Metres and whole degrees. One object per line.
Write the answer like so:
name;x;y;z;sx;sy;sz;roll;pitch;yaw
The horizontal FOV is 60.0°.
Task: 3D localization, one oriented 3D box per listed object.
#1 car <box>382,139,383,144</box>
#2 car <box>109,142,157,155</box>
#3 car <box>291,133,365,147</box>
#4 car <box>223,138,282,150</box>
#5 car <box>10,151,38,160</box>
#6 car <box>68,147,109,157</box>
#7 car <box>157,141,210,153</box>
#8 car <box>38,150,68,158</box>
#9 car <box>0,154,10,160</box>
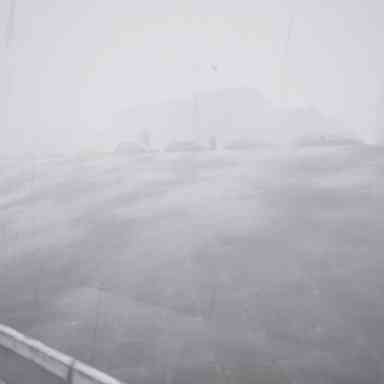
car;14.603;-3.359;21.094;4.553;1.767;2.185;2;1;26
car;-5.164;-3.887;31.402;4.553;1.767;2.185;2;1;31
car;9.523;-3.381;23.537;4.892;1.521;2.231;1;1;27
car;4.691;-3.466;25.995;4.674;1.452;2.002;1;1;28
car;-19.276;-4.136;40.175;4.892;1.521;2.231;1;1;34
car;-9.918;-3.888;34.218;5.008;1.535;2.097;2;1;32
car;-0.172;-3.602;28.602;4.792;1.488;2.163;1;1;29
car;-14.630;-3.975;37.147;4.674;1.452;2.002;2;1;33
car;-23.842;-4.239;43.275;4.892;1.521;2.231;1;1;34
